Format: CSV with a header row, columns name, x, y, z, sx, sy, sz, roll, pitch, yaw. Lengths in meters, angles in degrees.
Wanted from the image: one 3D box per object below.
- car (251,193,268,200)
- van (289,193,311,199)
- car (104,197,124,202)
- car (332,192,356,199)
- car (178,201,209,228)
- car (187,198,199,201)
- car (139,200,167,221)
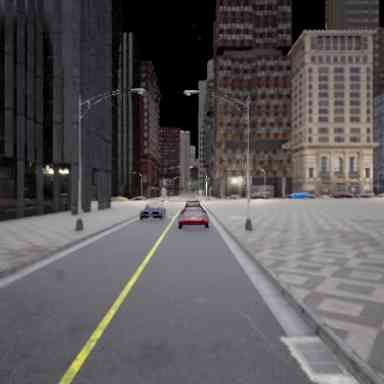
name,x,y,z,sx,sy,sz,roll,pitch,yaw
car,17.229,1.182,86.771,5.009,1.841,2.192,-1,1,0
van,28.148,1.062,86.767,3.998,1.788,1.690,-1,1,0
car,-20.776,1.975,86.689,4.403,1.369,2.008,-1,1,0
car,39.068,0.897,86.764,5.009,1.841,2.192,-1,1,0
car,0.105,1.571,22.360,1.994,1.385,4.181,0,0,0
car,0.107,1.523,43.661,2.128,1.511,4.902,0,0,0
car,-3.093,1.611,27.071,1.895,1.301,4.718,0,0,0
